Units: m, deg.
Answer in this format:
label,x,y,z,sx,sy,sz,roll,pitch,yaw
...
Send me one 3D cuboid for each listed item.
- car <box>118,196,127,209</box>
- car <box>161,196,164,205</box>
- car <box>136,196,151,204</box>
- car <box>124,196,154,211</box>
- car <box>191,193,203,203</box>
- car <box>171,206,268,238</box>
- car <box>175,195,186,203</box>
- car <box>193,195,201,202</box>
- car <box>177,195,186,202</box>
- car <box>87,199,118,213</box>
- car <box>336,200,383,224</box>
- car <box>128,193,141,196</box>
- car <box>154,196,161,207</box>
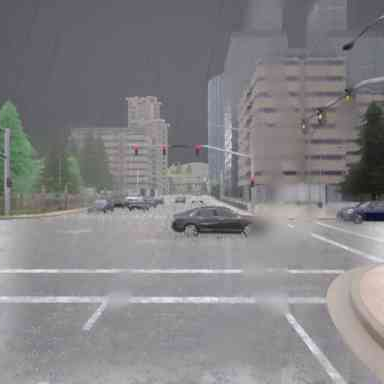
label,x,y,z,sx,sy,sz,roll,pitch,yaw
car,-9.773,1.599,45.494,1.895,1.301,4.718,0,0,1
car,-6.105,1.475,59.936,1.882,1.535,5.008,0,0,0
car,-9.511,1.489,65.686,2.128,1.511,4.902,0,0,1
car,-6.325,1.546,40.272,2.033,1.411,5.357,0,0,1
car,1.037,1.219,66.915,2.150,2.045,5.566,0,0,1
car,1.366,1.504,16.971,4.892,1.490,1.837,0,0,1
car,-2.352,1.561,68.206,1.994,1.385,4.181,0,0,1
car,1.132,1.519,76.600,1.812,1.442,4.674,0,0,1
car,-2.361,1.475,77.288,1.882,1.535,5.008,0,0,1
car,-9.847,1.524,36.394,1.812,1.442,4.674,0,0,1
car,12.948,1.351,24.066,4.553,1.767,2.097,0,0,1
car,-9.660,1.219,55.454,2.150,2.045,5.566,0,0,1
car,-6.231,1.562,49.479,1.994,1.385,4.181,0,0,0
